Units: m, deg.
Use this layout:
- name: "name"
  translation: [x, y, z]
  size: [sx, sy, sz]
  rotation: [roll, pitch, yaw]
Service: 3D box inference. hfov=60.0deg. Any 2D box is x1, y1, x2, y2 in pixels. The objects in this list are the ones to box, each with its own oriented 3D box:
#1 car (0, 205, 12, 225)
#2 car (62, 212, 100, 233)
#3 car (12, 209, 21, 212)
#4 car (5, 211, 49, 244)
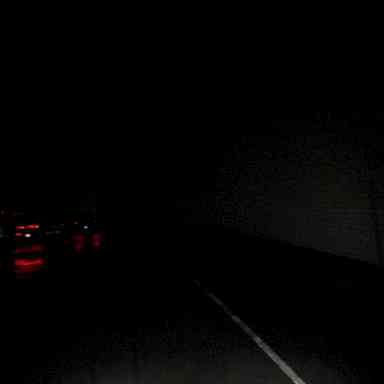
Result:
- name: "car"
  translation: [-20.824, 2.364, 33.619]
  size: [5.566, 2.045, 2.150]
  rotation: [-3, -1, 39]
- name: "car"
  translation: [-8.242, 2.136, 24.251]
  size: [1.895, 1.301, 4.718]
  rotation: [-2, 0, -30]
- name: "car"
  translation: [-20.704, 2.647, 37.722]
  size: [5.008, 1.535, 1.882]
  rotation: [-3, -1, 36]
- name: "car"
  translation: [-9.566, 2.061, 19.503]
  size: [1.837, 1.490, 4.892]
  rotation: [-2, -1, -25]
